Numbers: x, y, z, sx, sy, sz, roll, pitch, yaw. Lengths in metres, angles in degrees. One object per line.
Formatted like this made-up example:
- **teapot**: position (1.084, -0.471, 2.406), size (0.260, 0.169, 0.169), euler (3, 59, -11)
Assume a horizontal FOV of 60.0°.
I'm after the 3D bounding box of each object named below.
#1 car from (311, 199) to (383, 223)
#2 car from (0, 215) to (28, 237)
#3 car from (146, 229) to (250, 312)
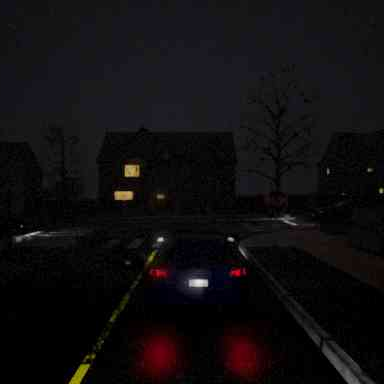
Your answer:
- **car**: position (10.297, 1.212, 21.942), size (4.674, 1.442, 1.812), euler (-1, 1, 0)
- **car**: position (-11.676, 1.813, 18.914), size (4.181, 1.385, 1.994), euler (-1, 1, 1)
- **car**: position (0.092, 1.563, 7.818), size (1.994, 1.385, 4.181), euler (0, 0, -1)
